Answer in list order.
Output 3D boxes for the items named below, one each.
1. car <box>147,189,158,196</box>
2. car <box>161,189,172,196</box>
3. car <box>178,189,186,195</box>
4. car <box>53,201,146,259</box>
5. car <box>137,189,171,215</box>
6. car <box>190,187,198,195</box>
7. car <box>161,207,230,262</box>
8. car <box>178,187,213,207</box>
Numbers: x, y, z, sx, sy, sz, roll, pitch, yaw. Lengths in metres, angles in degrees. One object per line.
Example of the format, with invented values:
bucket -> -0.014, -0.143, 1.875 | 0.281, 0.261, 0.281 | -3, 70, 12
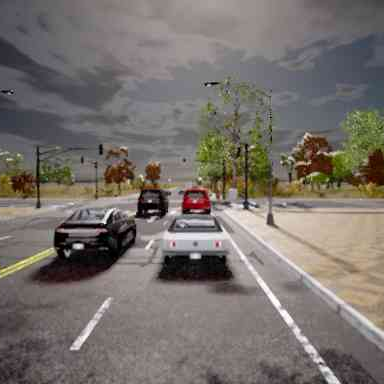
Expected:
car -> -9.335, 0.061, 79.536 | 1.882, 1.535, 5.008 | 0, 1, 1
car -> -6.085, 0.125, 79.482 | 2.033, 1.411, 5.357 | 0, 1, 1
car -> -2.683, 0.007, 88.472 | 1.895, 1.301, 4.718 | 0, 1, 1
car -> -3.158, 1.283, 11.715 | 2.128, 1.511, 4.902 | 0, 1, 0
car -> -3.151, 0.741, 27.518 | 2.150, 2.045, 5.566 | 0, 1, 0
car -> 0.560, -0.353, 88.027 | 2.150, 2.045, 5.566 | 0, 1, 1
car -> 0.097, 1.405, 11.215 | 1.895, 1.301, 4.718 | 0, 1, 0
car -> 0.454, 0.743, 27.442 | 2.150, 2.045, 5.566 | 0, 1, 5
